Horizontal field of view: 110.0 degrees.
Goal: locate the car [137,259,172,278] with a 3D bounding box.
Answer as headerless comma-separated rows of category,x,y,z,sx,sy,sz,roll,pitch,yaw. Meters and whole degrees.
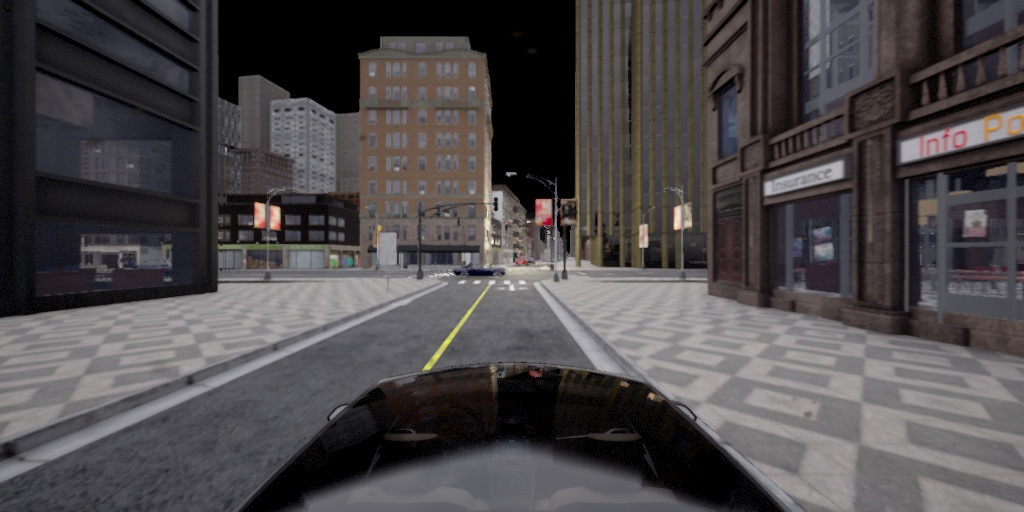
car,-30.935,1.095,32.300,4.553,1.767,2.097,0,0,0

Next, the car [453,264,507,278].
car,-2.832,1.338,32.415,4.718,1.301,1.895,0,0,0
